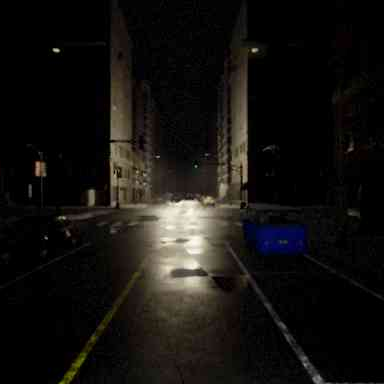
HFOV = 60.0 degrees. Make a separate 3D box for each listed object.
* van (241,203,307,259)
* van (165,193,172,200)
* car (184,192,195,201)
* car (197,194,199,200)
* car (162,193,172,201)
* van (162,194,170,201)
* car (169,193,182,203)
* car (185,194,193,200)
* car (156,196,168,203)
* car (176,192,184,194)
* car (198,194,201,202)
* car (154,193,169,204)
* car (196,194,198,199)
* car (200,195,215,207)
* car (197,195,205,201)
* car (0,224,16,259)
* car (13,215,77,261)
[{"bbox_3d":[2.861,1.335,12.249,1.690,1.788,3.998,0,0,0],"label":"van"},{"bbox_3d":[-6.356,1.261,90.003,1.690,1.788,3.998,0,0,-1],"label":"van"},{"bbox_3d":[-0.570,1.455,80.932,1.812,1.442,4.674,0,0,-1],"label":"car"},{"bbox_3d":[2.531,1.508,62.489,2.008,1.369,4.403,0,0,-1],"label":"car"},{"bbox_3d":[-6.286,1.244,84.479,2.192,1.841,5.009,0,0,-1],"label":"car"},{"bbox_3d":[-6.213,1.278,78.953,1.690,1.788,3.998,0,0,-1],"label":"van"},{"bbox_3d":[-3.375,1.456,65.476,1.837,1.490,4.892,0,0,0],"label":"car"},{"bbox_3d":[-0.701,1.337,90.966,2.128,1.511,4.902,0,0,-1],"label":"car"},{"bbox_3d":[-6.067,1.503,67.903,2.008,1.369,4.403,0,0,-1],"label":"car"},{"bbox_3d":[-3.570,1.159,80.967,2.150,2.045,5.566,0,0,-1],"label":"car"},{"bbox_3d":[2.603,1.403,56.963,1.967,1.590,4.097,0,0,-1],"label":"car"},{"bbox_3d":[-5.994,1.273,62.377,2.192,1.841,5.009,0,0,-1],"label":"car"},{"bbox_3d":[2.458,1.517,68.015,1.947,1.339,4.313,0,0,-1],"label":"car"},{"bbox_3d":[2.674,1.493,51.608,1.752,1.417,4.829,0,0,-1],"label":"car"},{"bbox_3d":[2.239,1.510,84.591,1.802,1.307,4.206,0,0,-1],"label":"car"},{"bbox_3d":[-5.666,1.579,6.793,1.802,1.307,4.206,0,0,0],"label":"car"},{"bbox_3d":[-5.664,1.561,12.244,1.947,1.339,4.313,0,0,0],"label":"car"}]
